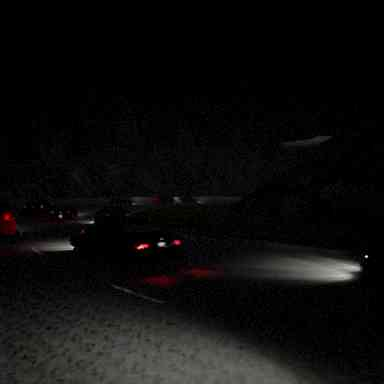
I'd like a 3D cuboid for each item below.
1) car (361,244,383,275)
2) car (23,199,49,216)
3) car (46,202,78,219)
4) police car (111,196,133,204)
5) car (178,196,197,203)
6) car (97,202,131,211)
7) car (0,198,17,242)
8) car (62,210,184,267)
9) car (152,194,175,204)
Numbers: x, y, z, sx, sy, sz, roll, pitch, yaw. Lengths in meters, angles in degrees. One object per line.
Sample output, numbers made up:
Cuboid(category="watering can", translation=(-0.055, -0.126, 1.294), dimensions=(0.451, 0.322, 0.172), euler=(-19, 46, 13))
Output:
Cuboid(category="car", translation=(6.948, 1.576, 7.600), dimensions=(5.357, 1.411, 2.033), euler=(0, 0, 38))
Cuboid(category="car", translation=(-15.466, 1.498, 33.965), dimensions=(2.097, 1.767, 4.553), euler=(0, 0, -7))
Cuboid(category="car", translation=(-11.473, 1.729, 30.025), dimensions=(1.895, 1.301, 4.718), euler=(0, 0, -12))
Cuboid(category="police car", translation=(-13.671, 1.696, 65.184), dimensions=(1.930, 1.638, 5.238), euler=(0, 0, 30))
Cuboid(category="car", translation=(-1.032, 1.830, 79.941), dimensions=(4.892, 1.490, 1.837), euler=(0, 0, -39))
Cuboid(category="car", translation=(-5.629, 1.662, 23.439), dimensions=(1.994, 1.385, 4.181), euler=(0, 0, -24))
Cuboid(category="car", translation=(-9.912, 1.293, 16.280), dimensions=(2.150, 2.045, 5.566), euler=(0, 0, -30))
Cuboid(category="car", translation=(-2.505, 1.597, 11.666), dimensions=(2.033, 1.411, 5.357), euler=(0, 0, -40))
Cuboid(category="car", translation=(-6.414, 1.531, 74.960), dimensions=(2.150, 2.045, 5.566), euler=(0, 0, 43))
